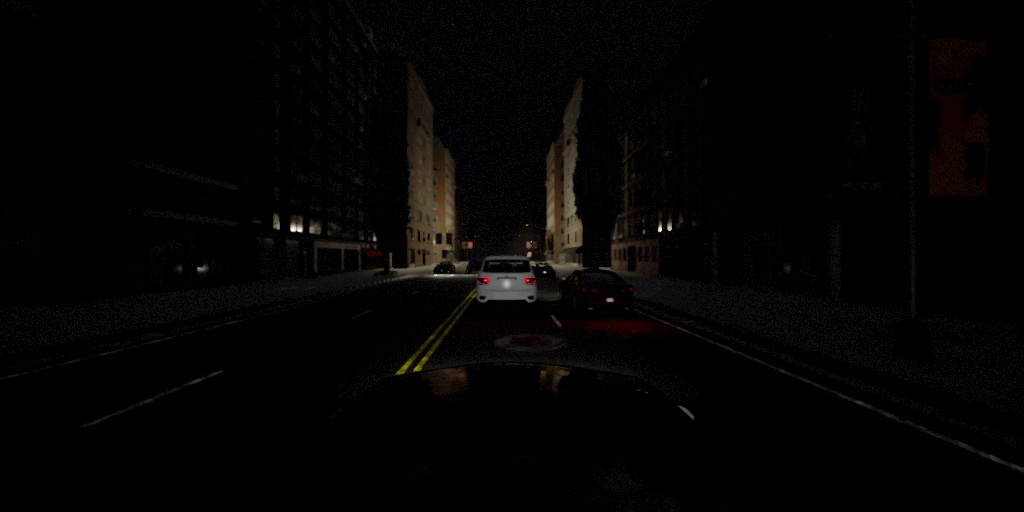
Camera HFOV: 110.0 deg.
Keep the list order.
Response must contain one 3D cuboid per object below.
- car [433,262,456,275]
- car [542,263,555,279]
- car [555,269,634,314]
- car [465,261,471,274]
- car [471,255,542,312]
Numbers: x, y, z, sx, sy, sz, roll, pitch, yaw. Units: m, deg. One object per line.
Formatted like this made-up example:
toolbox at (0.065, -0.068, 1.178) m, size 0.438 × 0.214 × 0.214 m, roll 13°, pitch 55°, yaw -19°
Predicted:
car at (-7.391, 1.322, 39.608) m, size 1.994 × 1.385 × 4.181 m, roll 0°, pitch 0°, yaw -1°
car at (2.697, 1.325, 31.856) m, size 1.994 × 1.385 × 4.181 m, roll 0°, pitch 0°, yaw -1°
car at (3.039, 1.234, 13.769) m, size 1.882 × 1.535 × 5.008 m, roll 0°, pitch 0°, yaw -1°
car at (-4.161, 1.264, 40.679) m, size 1.837 × 1.490 × 4.892 m, roll 0°, pitch 0°, yaw -1°
car at (-0.224, 0.977, 14.445) m, size 2.150 × 2.045 × 5.566 m, roll 0°, pitch 0°, yaw -1°
